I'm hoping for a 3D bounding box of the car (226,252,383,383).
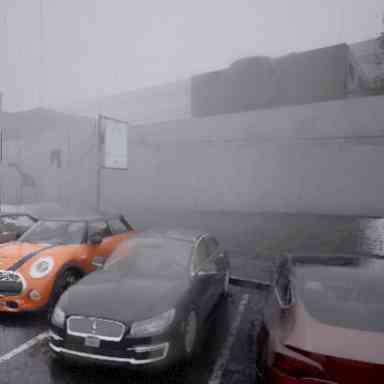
[{"bbox_3d":[1.951,1.515,4.438,2.163,1.488,4.792,0,-1,16],"label":"car"}]

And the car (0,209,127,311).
[{"bbox_3d":[-2.922,1.349,7.930,2.185,1.767,4.553,1,-1,16],"label":"car"}]

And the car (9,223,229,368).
[{"bbox_3d":[-0.488,1.481,6.158,2.231,1.521,4.892,1,-1,16],"label":"car"}]
